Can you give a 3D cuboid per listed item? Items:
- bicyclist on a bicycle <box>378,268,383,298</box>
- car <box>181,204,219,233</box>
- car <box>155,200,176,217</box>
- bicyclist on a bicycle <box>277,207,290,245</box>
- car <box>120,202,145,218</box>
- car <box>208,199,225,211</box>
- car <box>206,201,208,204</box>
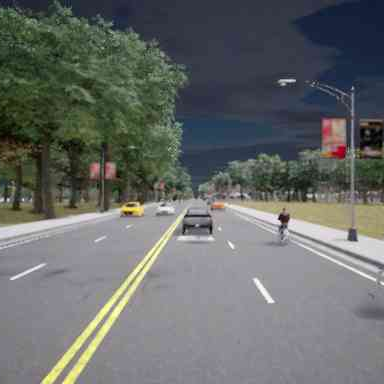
[{"bbox_3d":[4.202,1.474,6.607,0.659,1.776,1.843,0,0,1],"label":"bicyclist on a bicycle"},{"bbox_3d":[0.353,1.734,21.229,2.128,1.511,4.902,0,-1,1],"label":"car"},{"bbox_3d":[-2.880,1.934,37.201,1.812,1.442,4.674,0,-1,1],"label":"car"},{"bbox_3d":[4.325,1.578,15.804,0.659,1.776,1.843,0,0,1],"label":"bicyclist on a bicycle"},{"bbox_3d":[-6.163,1.836,34.815,1.882,1.535,5.008,0,-1,1],"label":"car"},{"bbox_3d":[4.032,2.003,53.232,2.097,1.767,4.553,0,-1,1],"label":"car"},{"bbox_3d":[4.186,2.393,72.147,1.837,1.490,4.892,0,-1,1],"label":"car"}]
